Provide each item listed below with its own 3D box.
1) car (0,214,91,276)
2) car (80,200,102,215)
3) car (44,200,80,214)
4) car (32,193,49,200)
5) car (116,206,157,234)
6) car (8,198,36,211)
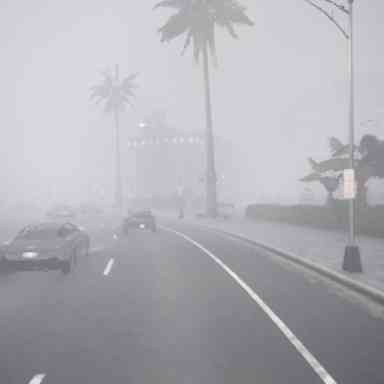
[{"bbox_3d":[-4.537,1.626,10.700,1.994,1.385,4.181,0,0,-8],"label":"car"},{"bbox_3d":[-11.135,1.784,34.632,1.895,1.301,4.718,0,0,-38],"label":"car"},{"bbox_3d":[-11.736,1.731,29.462,1.994,1.385,4.181,0,0,-33],"label":"car"},{"bbox_3d":[-33.263,1.678,70.229,4.553,1.767,2.185,0,0,22],"label":"car"},{"bbox_3d":[-3.405,1.597,20.186,1.837,1.490,4.892,0,0,-18],"label":"car"},{"bbox_3d":[-23.058,1.844,45.064,4.181,1.385,1.994,0,0,33],"label":"car"}]
